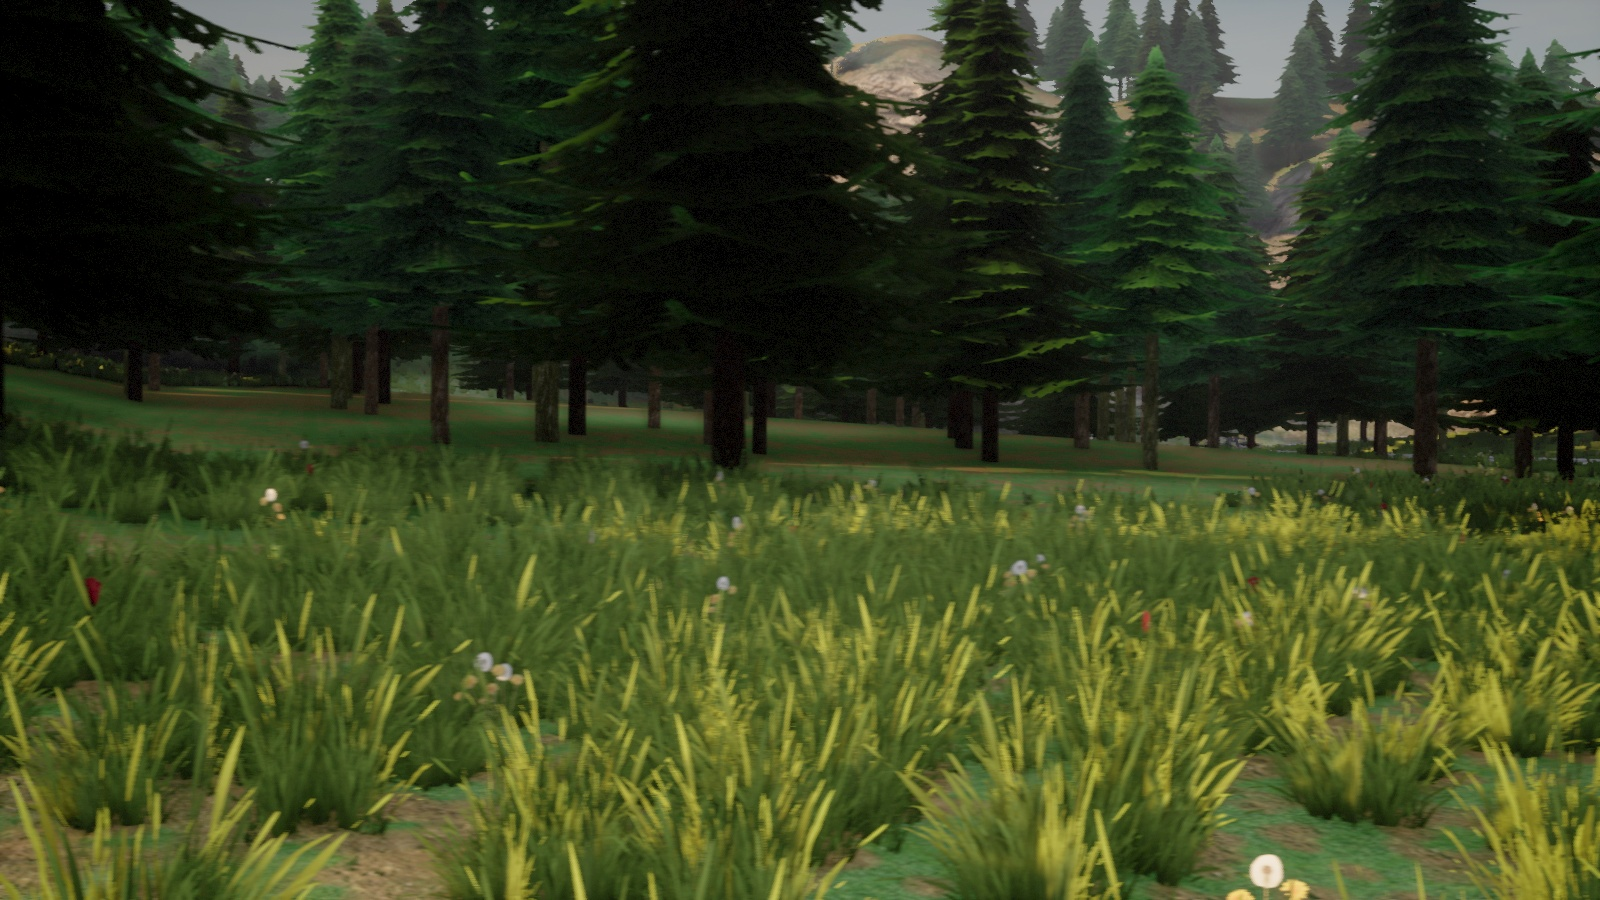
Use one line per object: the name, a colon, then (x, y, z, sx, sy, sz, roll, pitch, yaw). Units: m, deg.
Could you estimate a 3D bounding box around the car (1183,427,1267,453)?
car: (25.437, -0.606, 75.294, 2.128, 1.511, 4.902, -1, 1, -21)
